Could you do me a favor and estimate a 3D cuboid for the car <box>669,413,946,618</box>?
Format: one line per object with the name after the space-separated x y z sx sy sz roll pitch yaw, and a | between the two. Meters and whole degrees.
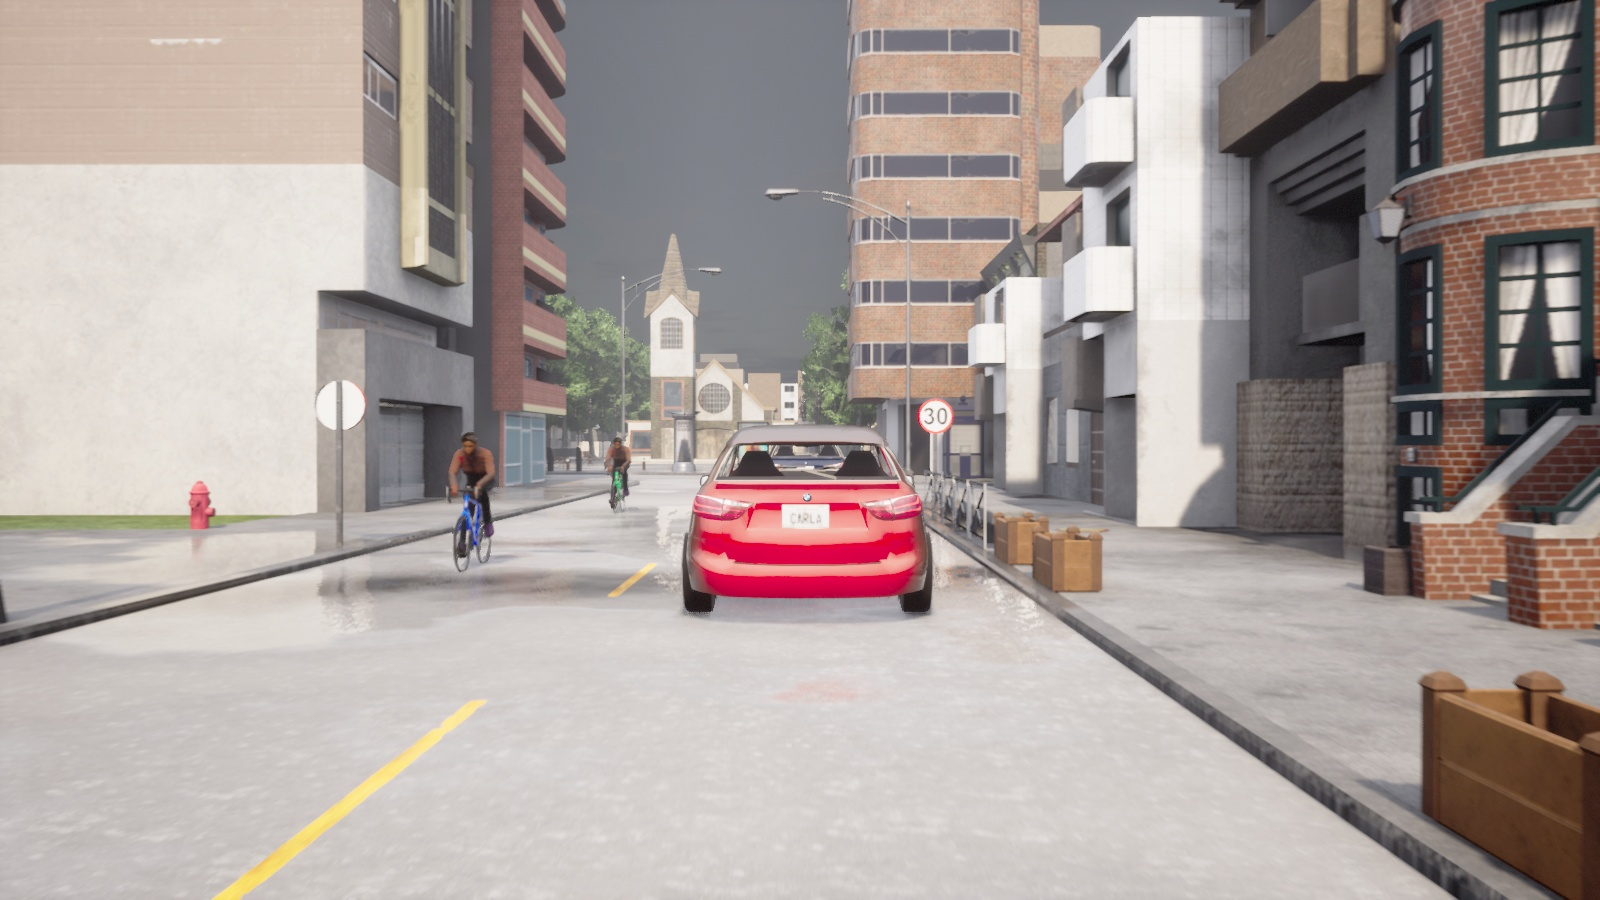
0.071 0.520 12.501 2.242 1.667 4.611 0 0 0 | car

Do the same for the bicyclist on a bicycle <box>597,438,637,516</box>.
-3.869 0.546 26.637 0.582 1.620 1.656 0 1 0 | bicyclist on a bicycle

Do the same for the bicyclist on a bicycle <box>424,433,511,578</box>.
-3.918 0.612 14.895 0.582 1.620 1.656 0 1 0 | bicyclist on a bicycle
